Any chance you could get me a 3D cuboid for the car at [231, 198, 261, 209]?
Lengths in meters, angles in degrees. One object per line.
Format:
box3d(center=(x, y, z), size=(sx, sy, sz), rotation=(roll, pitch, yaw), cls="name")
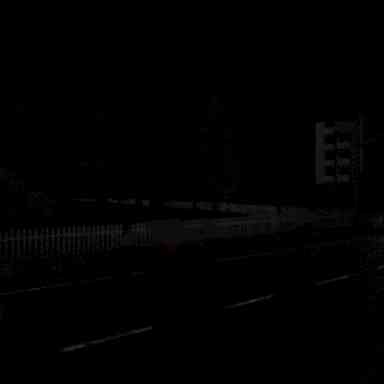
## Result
box3d(center=(7.231, 1.550, 45.021), size=(2.128, 1.511, 4.902), rotation=(0, 0, -34), cls="car")
